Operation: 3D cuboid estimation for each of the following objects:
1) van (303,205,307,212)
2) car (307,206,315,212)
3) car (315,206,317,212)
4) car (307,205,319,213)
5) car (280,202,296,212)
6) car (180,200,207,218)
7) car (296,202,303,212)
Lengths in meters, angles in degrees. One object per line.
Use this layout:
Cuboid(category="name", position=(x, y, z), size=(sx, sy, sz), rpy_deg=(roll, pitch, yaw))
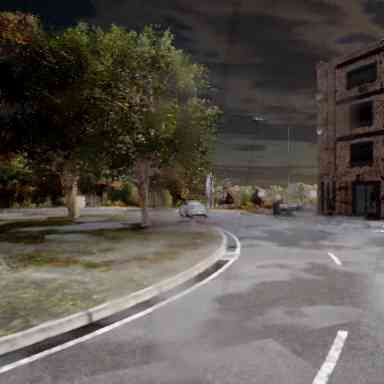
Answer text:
Cuboid(category="van", position=(20.856, 3.061, 65.895), size=(1.878, 1.987, 4.442), rpy_deg=(0, -3, 28))
Cuboid(category="car", position=(25.954, 3.937, 75.529), size=(2.002, 1.452, 4.674), rpy_deg=(0, -3, 28))
Cuboid(category="car", position=(28.581, 4.086, 80.499), size=(2.185, 1.767, 4.553), rpy_deg=(0, -3, 28))
Cuboid(category="car", position=(31.161, 4.395, 85.375), size=(2.185, 1.767, 4.553), rpy_deg=(0, -3, 28))
Cuboid(category="car", position=(15.681, 2.706, 56.069), size=(2.002, 1.452, 4.674), rpy_deg=(2, -2, 28))
Cuboid(category="car", position=(0.133, 1.466, 29.419), size=(1.812, 1.442, 4.674), rpy_deg=(-1, 0, -13))
Cuboid(category="car", position=(18.232, 3.002, 60.928), size=(2.163, 1.488, 4.792), rpy_deg=(0, -3, 28))
